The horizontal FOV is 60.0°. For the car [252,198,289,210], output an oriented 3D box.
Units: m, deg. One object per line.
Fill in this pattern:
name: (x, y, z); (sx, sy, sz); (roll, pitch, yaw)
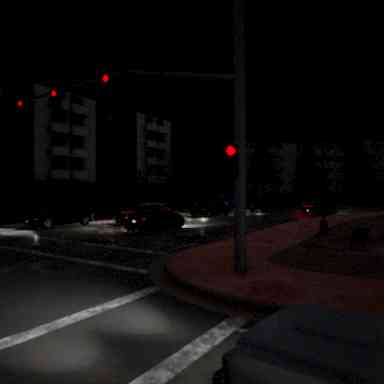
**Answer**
car: (10.727, 1.600, 45.462); (5.008, 1.535, 1.882); (0, 0, -32)

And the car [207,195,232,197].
car: (2.717, 1.365, 39.176); (5.566, 2.045, 2.150); (0, 0, -45)

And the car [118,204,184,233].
car: (-2.247, 1.660, 20.772); (1.994, 1.385, 4.181); (0, 0, 33)

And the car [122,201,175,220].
car: (-3.909, 1.639, 30.982); (2.128, 1.511, 4.902); (0, 0, 35)

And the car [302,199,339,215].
car: (13.282, 1.567, 34.301); (4.892, 1.490, 1.837); (0, -1, -39)

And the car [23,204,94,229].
car: (-9.186, 1.651, 23.250); (1.837, 1.490, 4.892); (0, 0, 35)

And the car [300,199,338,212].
car: (15.223, 1.600, 39.919); (4.674, 1.442, 1.812); (0, 0, -33)

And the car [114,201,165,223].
car: (-3.646, 1.600, 25.229); (1.882, 1.535, 5.008); (0, 0, 34)

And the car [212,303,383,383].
car: (2.488, 1.595, 2.287); (4.718, 1.301, 1.895); (0, 0, 38)

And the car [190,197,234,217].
car: (1.828, 1.600, 32.798); (1.882, 1.535, 5.008); (-1, 0, 39)

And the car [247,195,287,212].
car: (9.174, 1.331, 40.164); (5.566, 2.045, 2.150); (0, 0, -37)
